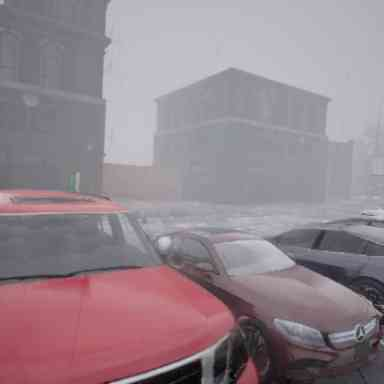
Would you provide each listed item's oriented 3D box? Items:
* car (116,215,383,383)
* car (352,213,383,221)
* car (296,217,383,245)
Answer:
[{"bbox_3d":[0.598,1.382,5.585,2.002,1.452,4.674,1,2,-33],"label":"car"},{"bbox_3d":[5.256,1.397,8.644,2.097,1.535,5.008,1,2,-33],"label":"car"},{"bbox_3d":[2.912,1.402,7.136,2.163,1.488,4.792,1,2,-33],"label":"car"}]
